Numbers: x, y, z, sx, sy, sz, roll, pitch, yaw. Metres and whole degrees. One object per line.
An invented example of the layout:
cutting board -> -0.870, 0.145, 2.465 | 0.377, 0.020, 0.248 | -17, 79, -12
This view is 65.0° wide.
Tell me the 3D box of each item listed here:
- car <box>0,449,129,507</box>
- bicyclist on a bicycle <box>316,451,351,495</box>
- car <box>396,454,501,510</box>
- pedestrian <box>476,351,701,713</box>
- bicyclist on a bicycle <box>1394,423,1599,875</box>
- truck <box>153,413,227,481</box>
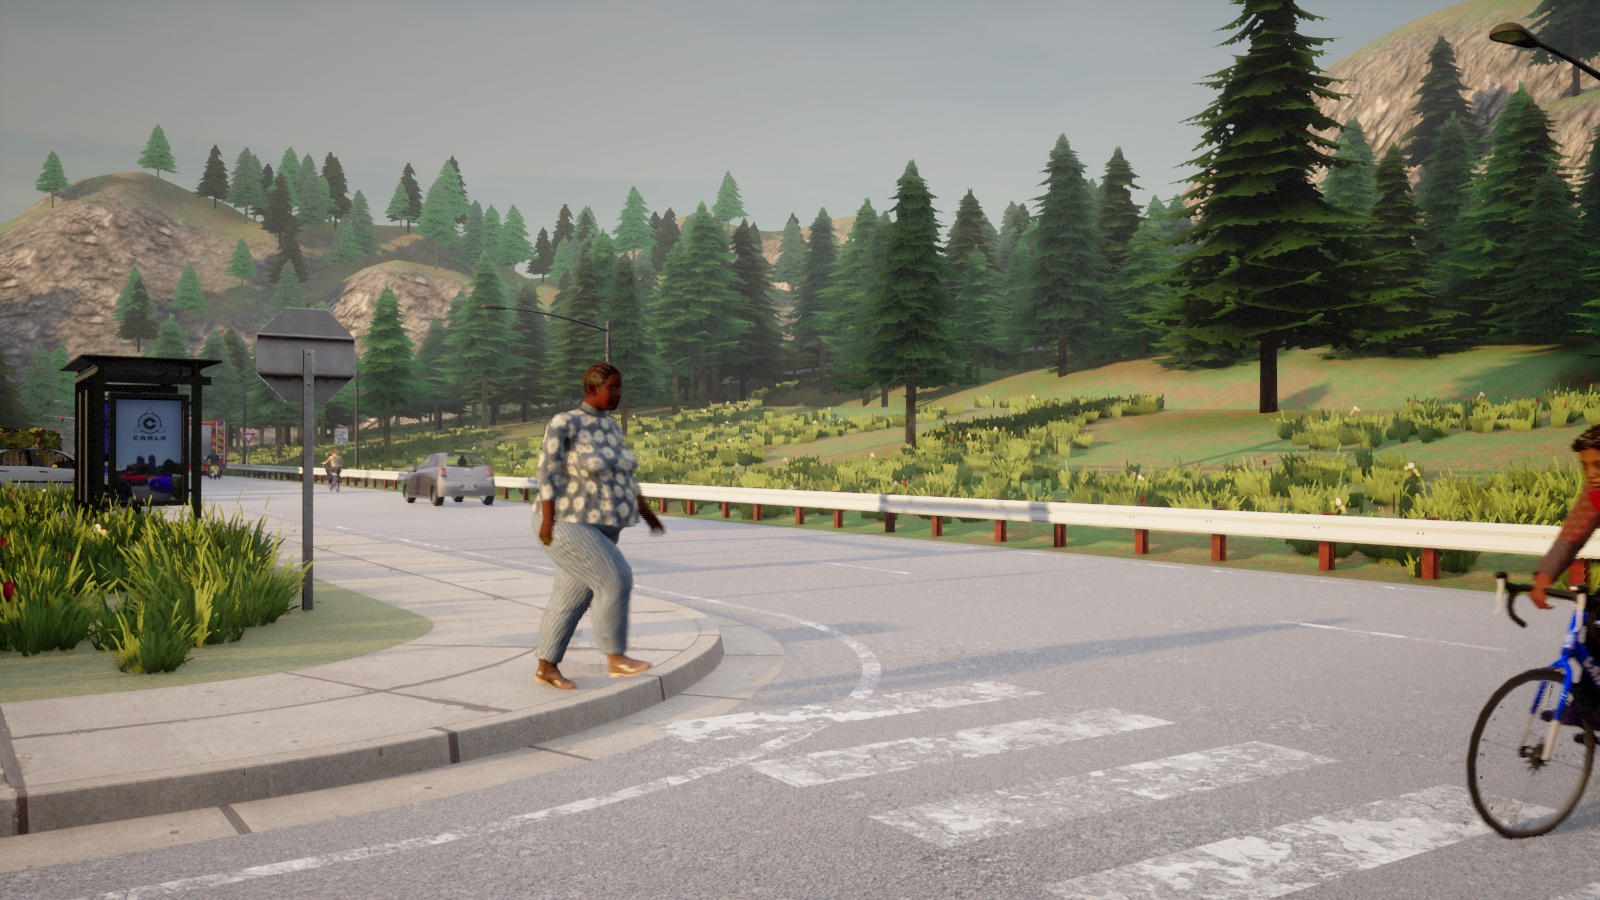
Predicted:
car -> -21.814, 0.778, 36.399 | 3.988, 1.617, 1.851 | 0, 0, -35
bicyclist on a bicycle -> -17.288, 0.831, 46.526 | 0.866, 1.612, 1.509 | 0, 0, -34
car -> -10.036, 0.865, 35.698 | 1.845, 1.501, 3.633 | 0, 0, -34
pedestrian -> -1.165, 0.420, 7.020 | 0.900, 1.855, 0.874 | 0, 0, 25
bicyclist on a bicycle -> 3.269, 0.703, 4.988 | 1.656, 1.620, 0.582 | 0, 1, -16
truck -> -36.887, -0.157, 75.753 | 2.891, 3.827, 8.468 | 0, 0, -34
